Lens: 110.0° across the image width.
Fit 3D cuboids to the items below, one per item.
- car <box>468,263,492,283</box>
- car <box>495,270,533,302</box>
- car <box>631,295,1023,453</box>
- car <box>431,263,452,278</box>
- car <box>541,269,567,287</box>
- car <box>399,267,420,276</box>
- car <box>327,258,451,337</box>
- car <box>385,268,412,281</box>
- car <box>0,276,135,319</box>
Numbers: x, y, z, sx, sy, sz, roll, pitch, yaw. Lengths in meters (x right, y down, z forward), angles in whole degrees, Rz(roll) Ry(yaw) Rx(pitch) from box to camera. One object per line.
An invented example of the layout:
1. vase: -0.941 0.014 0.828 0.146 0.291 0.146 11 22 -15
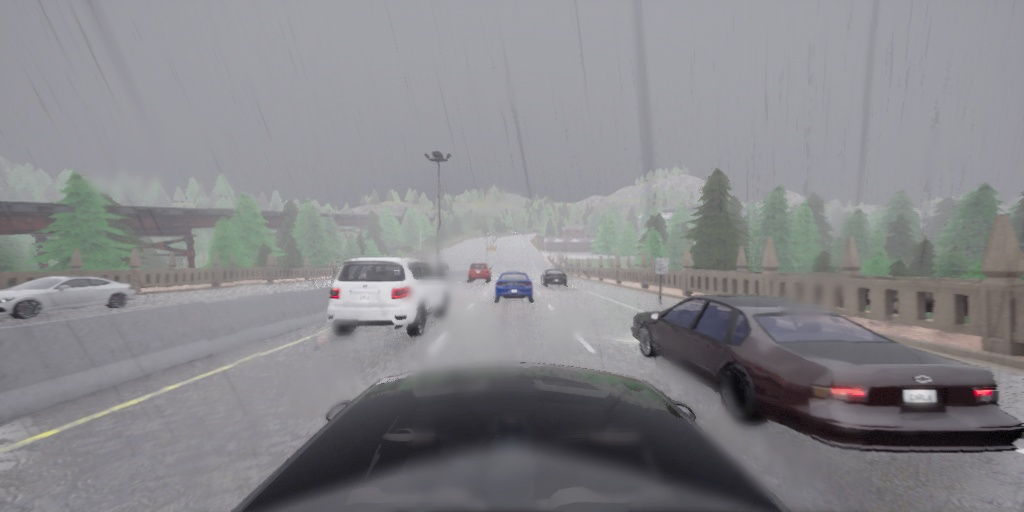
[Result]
1. car: -3.390 1.782 38.524 2.150 2.045 5.566 0 -1 0
2. car: 0.105 1.588 19.616 1.882 1.535 5.008 0 -1 0
3. car: 3.601 1.327 5.676 2.033 1.411 5.357 0 -1 0
4. car: -10.488 2.150 53.726 2.150 2.045 5.566 0 -2 0
5. car: 3.608 1.868 31.366 1.882 1.535 5.008 0 -1 0
6. car: -17.482 2.616 61.268 2.033 1.411 5.357 0 0 0
7. car: -3.397 1.113 10.937 2.150 2.045 5.566 0 -2 0
8. car: -14.031 2.229 44.483 1.812 1.442 4.674 0 -1 1
9. car: -17.593 1.499 13.927 1.812 1.442 4.674 0 -1 0
